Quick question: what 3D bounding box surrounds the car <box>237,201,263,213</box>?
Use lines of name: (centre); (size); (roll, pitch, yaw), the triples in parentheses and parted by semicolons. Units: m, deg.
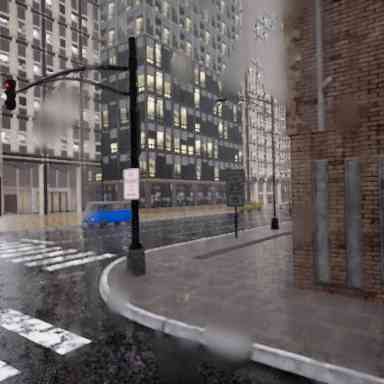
car: (7.138, 1.787, 41.188); (1.752, 1.417, 4.829); (-2, -1, 36)

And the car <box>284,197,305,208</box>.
car: (16.944, 1.738, 54.857); (1.967, 1.590, 4.097); (-2, -1, 36)

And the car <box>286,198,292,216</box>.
car: (10.804, 1.355, 31.937); (2.192, 1.841, 5.009); (-2, -1, 36)

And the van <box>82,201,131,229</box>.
van: (-5.711, 1.558, 23.289); (1.690, 1.788, 3.998); (-2, -1, 36)
